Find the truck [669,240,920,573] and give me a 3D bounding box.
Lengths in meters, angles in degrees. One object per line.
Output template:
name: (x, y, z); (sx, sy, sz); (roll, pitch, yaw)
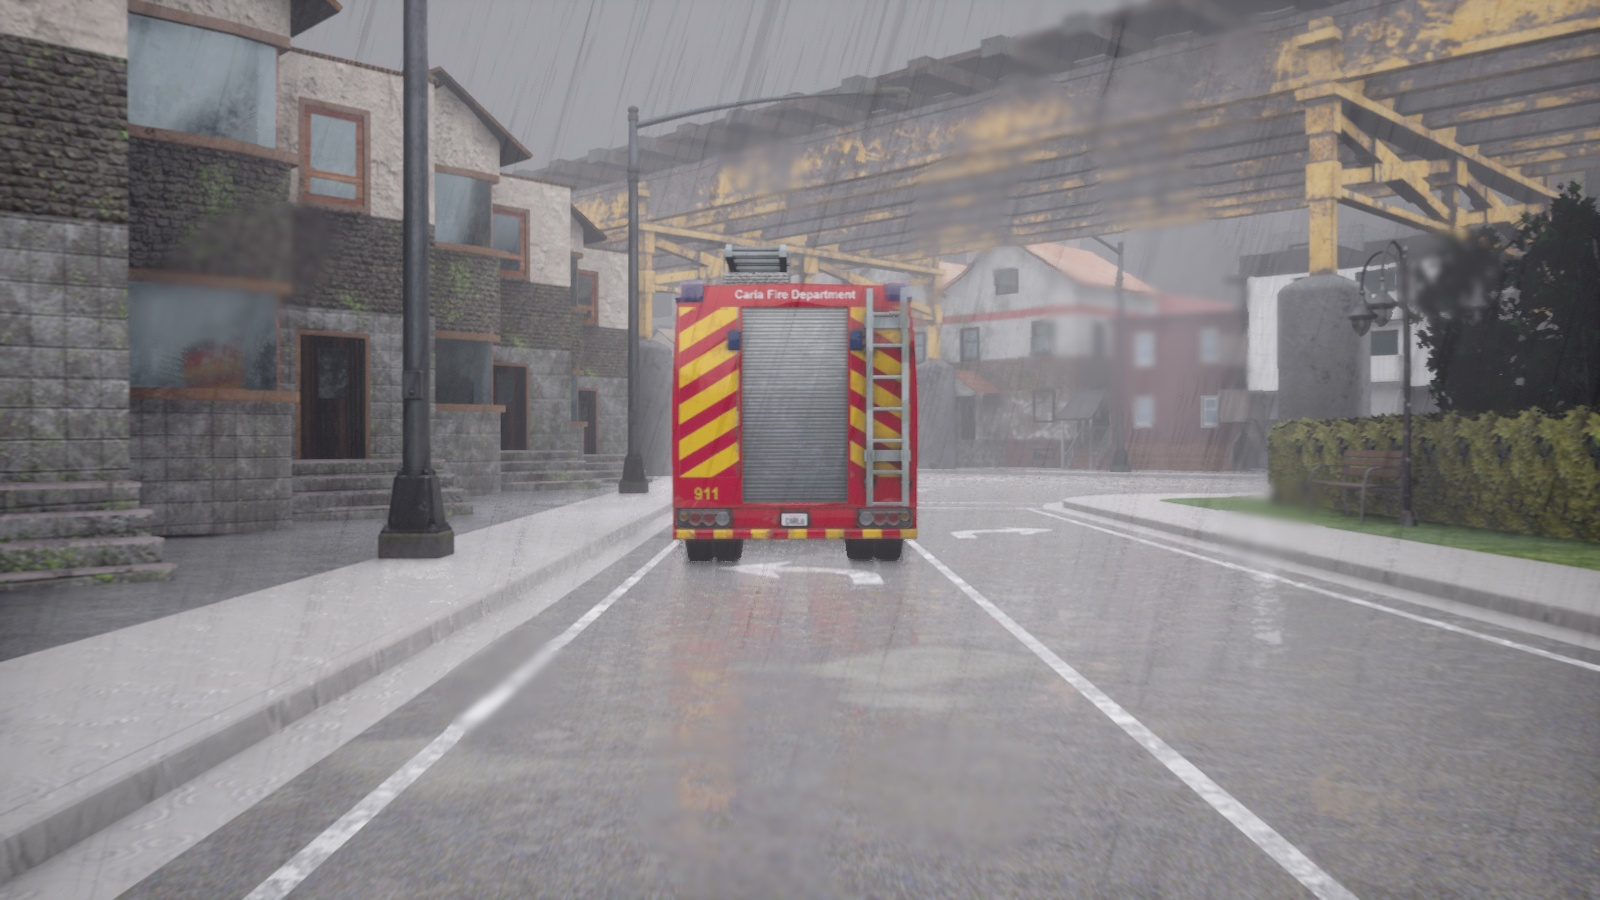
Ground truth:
truck: (-0.086, -0.524, 18.710); (2.891, 3.827, 8.468); (0, 0, 0)
